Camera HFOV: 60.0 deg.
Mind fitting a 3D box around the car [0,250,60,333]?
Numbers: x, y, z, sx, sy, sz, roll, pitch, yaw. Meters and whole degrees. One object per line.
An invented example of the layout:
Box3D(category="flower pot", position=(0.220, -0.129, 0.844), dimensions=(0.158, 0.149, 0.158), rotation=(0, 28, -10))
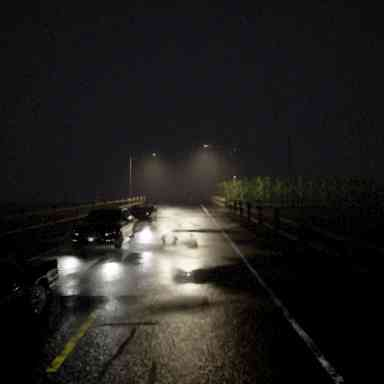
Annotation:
Box3D(category="car", position=(-3.612, 1.588, 4.556), dimensions=(1.895, 1.301, 4.718), rotation=(0, 0, 0))

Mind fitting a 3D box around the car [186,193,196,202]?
Box3D(category="car", position=(-0.283, 1.299, 69.871), dimensions=(1.837, 1.490, 4.892), rotation=(0, 0, 0))

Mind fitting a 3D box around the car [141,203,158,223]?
Box3D(category="car", position=(-3.649, 1.521, 24.273), dimensions=(1.895, 1.301, 4.718), rotation=(0, 0, 0))

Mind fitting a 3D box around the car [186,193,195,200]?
Box3D(category="car", position=(-0.324, 1.050, 79.878), dimensions=(2.097, 1.767, 4.553), rotation=(0, 0, 0))

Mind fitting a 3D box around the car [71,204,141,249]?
Box3D(category="car", position=(-3.645, 1.457, 14.419), dimensions=(1.837, 1.490, 4.892), rotation=(0, 0, 0))
